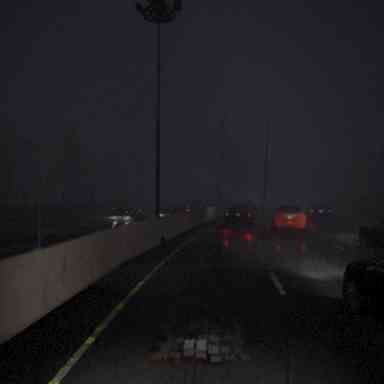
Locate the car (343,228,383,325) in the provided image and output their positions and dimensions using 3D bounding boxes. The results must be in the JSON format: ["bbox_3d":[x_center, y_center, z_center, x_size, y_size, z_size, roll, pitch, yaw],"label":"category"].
[{"bbox_3d":[3.864,1.576,4.784,2.128,1.511,4.902,0,-1,3],"label":"car"}]

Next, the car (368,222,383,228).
[{"bbox_3d":[8.228,1.816,13.068,1.895,1.301,4.718,0,-1,9],"label":"car"}]

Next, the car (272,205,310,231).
[{"bbox_3d":[6.818,1.704,23.702,2.097,1.767,4.553,0,-1,12],"label":"car"}]

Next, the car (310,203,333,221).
[{"bbox_3d":[12.311,1.849,32.598,2.097,1.767,4.553,0,-1,12],"label":"car"}]

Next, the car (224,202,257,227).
[{"bbox_3d":[3.788,1.725,26.203,2.097,1.767,4.553,0,-1,12],"label":"car"}]
